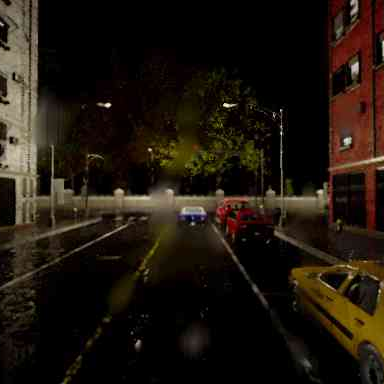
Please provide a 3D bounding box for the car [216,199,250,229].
[{"bbox_3d":[2.668,1.377,21.615,2.192,1.841,5.009,1,0,0],"label":"car"}]

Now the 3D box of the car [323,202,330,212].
[{"bbox_3d":[19.267,1.600,41.902,5.009,1.841,2.192,0,-1,0],"label":"car"}]

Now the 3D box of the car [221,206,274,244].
[{"bbox_3d":[2.674,1.590,15.918,1.887,1.381,4.507,1,0,0],"label":"car"}]

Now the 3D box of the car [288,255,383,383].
[{"bbox_3d":[2.694,1.539,4.695,1.752,1.417,4.829,1,0,0],"label":"car"}]

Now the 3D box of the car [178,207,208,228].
[{"bbox_3d":[0.059,1.665,22.570,1.895,1.301,4.718,0,0,0],"label":"car"}]
